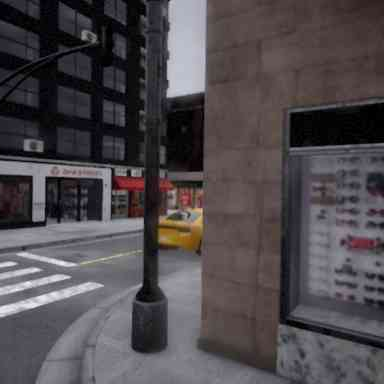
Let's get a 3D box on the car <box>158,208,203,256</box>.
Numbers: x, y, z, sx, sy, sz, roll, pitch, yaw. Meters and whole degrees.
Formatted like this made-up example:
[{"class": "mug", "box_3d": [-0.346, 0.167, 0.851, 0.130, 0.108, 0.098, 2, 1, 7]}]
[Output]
[{"class": "car", "box_3d": [0.468, 1.371, 12.870, 1.882, 1.535, 5.008, 1, 1, 33]}]
